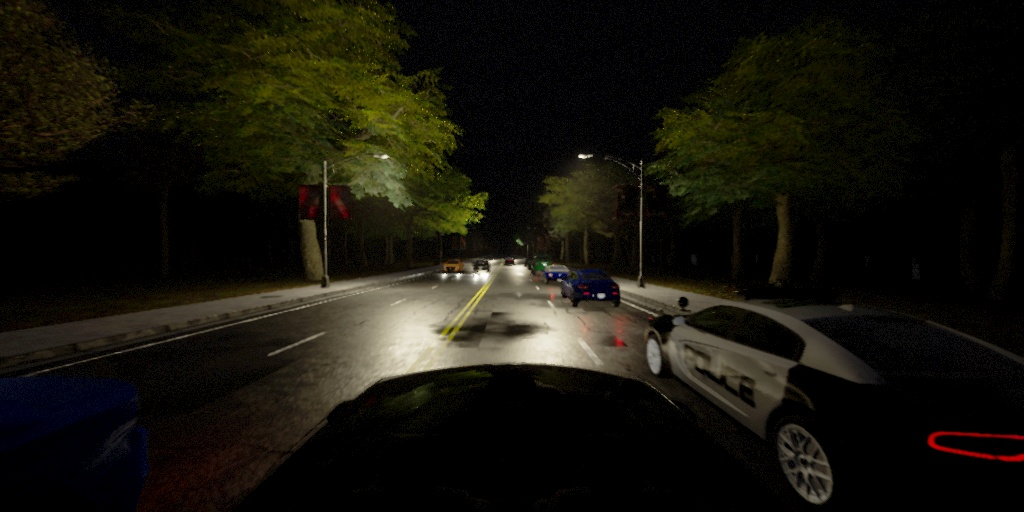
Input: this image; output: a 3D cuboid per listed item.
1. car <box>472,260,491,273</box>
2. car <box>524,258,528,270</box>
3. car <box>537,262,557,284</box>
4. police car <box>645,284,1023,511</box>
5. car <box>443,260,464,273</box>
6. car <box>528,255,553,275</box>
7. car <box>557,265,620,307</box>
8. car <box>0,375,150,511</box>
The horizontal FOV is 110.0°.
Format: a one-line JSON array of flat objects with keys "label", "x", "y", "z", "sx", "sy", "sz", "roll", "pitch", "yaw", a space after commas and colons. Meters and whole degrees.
[{"label": "car", "x": -3.502, "y": 1.171, "z": 42.100, "sx": 2.128, "sy": 1.511, "sz": 4.902, "roll": 0, "pitch": 0, "yaw": 0}, {"label": "car", "x": 3.031, "y": 1.253, "z": 48.376, "sx": 1.895, "sy": 1.301, "sz": 4.718, "roll": 0, "pitch": 0, "yaw": -1}, {"label": "car", "x": 3.185, "y": 1.323, "z": 26.374, "sx": 1.895, "sy": 1.301, "sz": 4.718, "roll": 0, "pitch": 0, "yaw": 0}, {"label": "police car", "x": 3.249, "y": 1.174, "z": 4.412, "sx": 1.930, "sy": 1.638, "sz": 5.238, "roll": 0, "pitch": 0, "yaw": 0}, {"label": "car", "x": -6.750, "y": 1.158, "z": 41.801, "sx": 1.882, "sy": 1.535, "sz": 5.008, "roll": 0, "pitch": 0, "yaw": 0}, {"label": "car", "x": 3.122, "y": 0.914, "z": 37.364, "sx": 2.150, "sy": 2.045, "sz": 5.566, "roll": 0, "pitch": 0, "yaw": 0}, {"label": "car", "x": 3.230, "y": 1.267, "z": 15.314, "sx": 1.812, "sy": 1.442, "sz": 4.674, "roll": 0, "pitch": 0, "yaw": 0}, {"label": "car", "x": -3.353, "y": 1.228, "z": 0.234, "sx": 1.882, "sy": 1.535, "sz": 5.008, "roll": 0, "pitch": 0, "yaw": 0}]
